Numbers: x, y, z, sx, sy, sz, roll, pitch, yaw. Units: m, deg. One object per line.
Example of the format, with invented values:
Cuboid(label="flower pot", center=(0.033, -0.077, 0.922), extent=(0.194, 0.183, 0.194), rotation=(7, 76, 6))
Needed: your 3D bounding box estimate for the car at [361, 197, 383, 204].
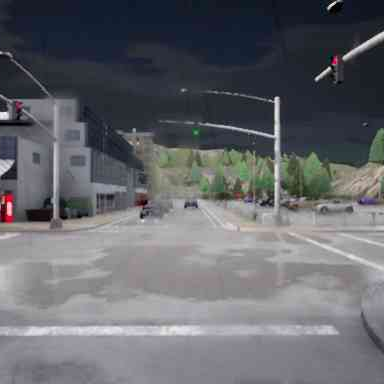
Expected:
Cuboid(label="car", center=(39.651, 1.828, 71.788), extent=(5.027, 1.636, 2.152), rotation=(0, 0, 0))

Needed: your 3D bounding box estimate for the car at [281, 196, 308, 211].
Cuboid(label="car", center=(13.984, 1.443, 40.514), extent=(5.027, 1.636, 2.152), rotation=(0, 0, 0))

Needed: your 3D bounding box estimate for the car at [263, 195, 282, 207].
Cuboid(label="car", center=(13.924, 1.453, 53.309), extent=(3.866, 1.878, 1.905), rotation=(0, 0, 0))

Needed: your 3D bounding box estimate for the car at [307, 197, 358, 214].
Cuboid(label="car", center=(14.337, 1.478, 34.098), extent=(3.806, 1.475, 1.970), rotation=(0, 0, 0))

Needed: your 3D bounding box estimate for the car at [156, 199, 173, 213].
Cuboid(label="car", center=(-3.775, 1.626, 40.223), extent=(2.097, 1.767, 4.553), rotation=(0, 0, 0))

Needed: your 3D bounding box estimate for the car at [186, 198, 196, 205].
Cuboid(label="car", center=(-0.227, 2.018, 69.350), extent=(2.033, 1.411, 5.357), rotation=(0, 0, 0))

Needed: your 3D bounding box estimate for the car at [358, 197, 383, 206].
Cuboid(label="car", center=(32.032, 1.738, 59.907), extent=(3.633, 1.501, 1.845), rotation=(0, 0, 0))

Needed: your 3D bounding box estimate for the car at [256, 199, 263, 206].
Cuboid(label="car", center=(13.499, 1.493, 56.212), extent=(4.605, 1.855, 1.932), rotation=(0, 0, 0))

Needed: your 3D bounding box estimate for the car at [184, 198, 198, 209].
Cuboid(label="car", center=(-0.139, 1.717, 53.797), extent=(2.097, 1.767, 4.553), rotation=(0, 0, 0))

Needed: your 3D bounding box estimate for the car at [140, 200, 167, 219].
Cuboid(label="car", center=(-3.736, 1.779, 31.607), extent=(1.994, 1.385, 4.181), rotation=(0, 0, 0))

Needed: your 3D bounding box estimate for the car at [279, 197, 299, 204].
Cuboid(label="car", center=(20.985, 1.885, 71.848), extent=(3.806, 1.475, 1.970), rotation=(0, 0, 0))

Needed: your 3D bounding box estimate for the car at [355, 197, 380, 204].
Cuboid(label="car", center=(39.584, 1.859, 74.924), extent=(4.514, 1.523, 2.007), rotation=(0, 0, 0))

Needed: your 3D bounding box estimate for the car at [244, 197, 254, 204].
Cuboid(label="car", center=(13.550, 1.895, 74.794), extent=(3.633, 1.501, 1.845), rotation=(0, 0, 0))
